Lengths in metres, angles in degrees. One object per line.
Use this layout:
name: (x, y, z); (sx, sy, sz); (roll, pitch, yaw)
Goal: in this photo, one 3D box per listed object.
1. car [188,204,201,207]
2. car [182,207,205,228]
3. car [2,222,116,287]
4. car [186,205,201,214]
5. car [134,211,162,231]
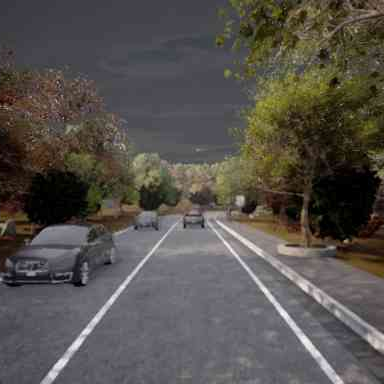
car: (0.382, 2.638, 44.309); (2.150, 2.045, 5.566); (0, -2, 3)
car: (0.149, 2.380, 29.801); (2.128, 1.511, 4.902); (0, -2, 0)
car: (-3.574, 1.679, 9.851); (1.837, 1.490, 4.892); (0, -2, 0)
car: (0.360, 3.682, 70.006); (2.097, 1.767, 4.553); (1, -2, 12)
car: (-3.514, 2.297, 27.165); (1.837, 1.490, 4.892); (0, -3, 1)
